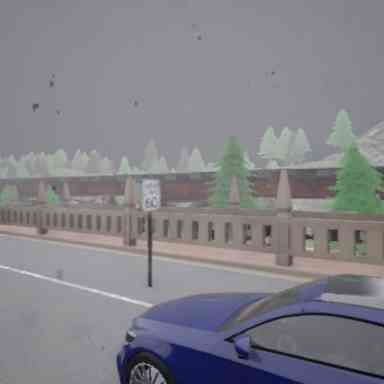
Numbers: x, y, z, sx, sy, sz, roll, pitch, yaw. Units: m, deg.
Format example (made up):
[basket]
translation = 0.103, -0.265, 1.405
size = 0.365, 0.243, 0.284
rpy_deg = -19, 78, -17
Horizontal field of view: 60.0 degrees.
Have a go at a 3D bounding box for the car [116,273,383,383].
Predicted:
[car]
translation = 1.365, 1.527, 3.007
size = 4.674, 1.442, 1.812
rpy_deg = 0, 0, 36
